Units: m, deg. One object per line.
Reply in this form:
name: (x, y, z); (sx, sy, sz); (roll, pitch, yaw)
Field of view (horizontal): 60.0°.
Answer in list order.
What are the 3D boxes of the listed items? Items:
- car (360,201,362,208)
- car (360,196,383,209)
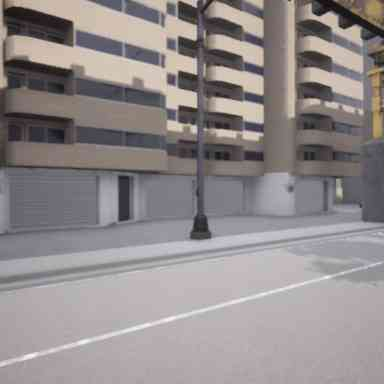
car: (19.984, 1.262, 34.809); (2.038, 1.542, 4.974); (0, 0, -11)
car: (19.974, 1.104, 34.860); (1.853, 1.218, 4.536); (0, 0, -11)
